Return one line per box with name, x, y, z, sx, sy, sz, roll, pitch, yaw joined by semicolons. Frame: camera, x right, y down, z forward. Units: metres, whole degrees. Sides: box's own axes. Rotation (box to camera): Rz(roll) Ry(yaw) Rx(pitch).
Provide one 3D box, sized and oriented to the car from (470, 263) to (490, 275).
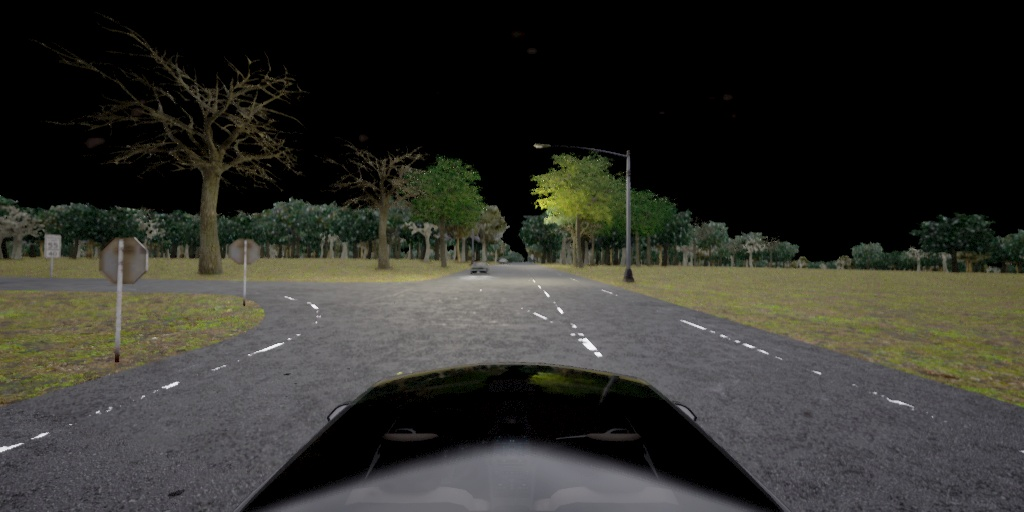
car;-3.519;1.402;39.604;1.895;1.301;4.718;0;0;0
